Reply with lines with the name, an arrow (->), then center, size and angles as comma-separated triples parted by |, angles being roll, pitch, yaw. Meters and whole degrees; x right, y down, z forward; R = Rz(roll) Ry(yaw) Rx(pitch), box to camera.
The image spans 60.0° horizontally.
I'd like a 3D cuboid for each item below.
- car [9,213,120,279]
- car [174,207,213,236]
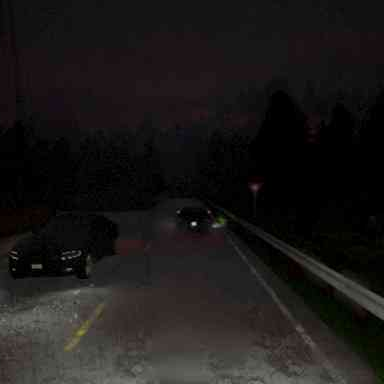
car -> -3.552, 1.440, 10.158 | 1.882, 1.535, 5.008 | 0, 0, 1
car -> 0.094, 1.496, 18.000 | 1.994, 1.385, 4.181 | 0, 0, 0
